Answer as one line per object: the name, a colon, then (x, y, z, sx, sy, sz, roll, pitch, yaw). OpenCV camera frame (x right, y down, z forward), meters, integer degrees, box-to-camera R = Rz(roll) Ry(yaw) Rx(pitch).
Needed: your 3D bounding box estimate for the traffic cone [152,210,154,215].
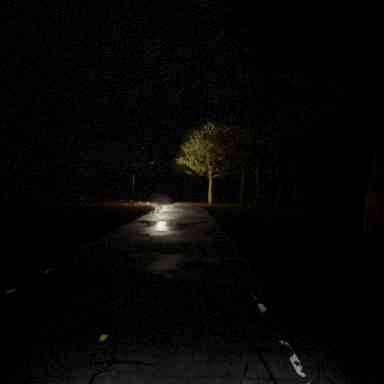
traffic cone: (-3.866, 1.994, 33.076, 0.340, 0.580, 0.340, 0, 0, 0)

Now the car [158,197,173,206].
car: (-4.498, 1.539, 56.518, 1.812, 1.442, 4.674, 0, 0, -17)
